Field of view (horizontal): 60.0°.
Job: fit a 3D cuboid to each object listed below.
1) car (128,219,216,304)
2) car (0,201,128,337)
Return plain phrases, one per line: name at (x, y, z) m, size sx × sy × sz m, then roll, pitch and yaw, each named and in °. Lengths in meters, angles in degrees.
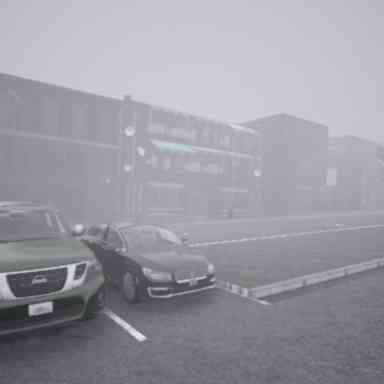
car at (-1.388, 1.486, 8.407) m, size 2.231 × 1.521 × 4.892 m, roll 0°, pitch 0°, yaw -35°
car at (-3.648, 1.229, 6.753) m, size 2.435 × 2.045 × 5.566 m, roll 0°, pitch 0°, yaw -36°
